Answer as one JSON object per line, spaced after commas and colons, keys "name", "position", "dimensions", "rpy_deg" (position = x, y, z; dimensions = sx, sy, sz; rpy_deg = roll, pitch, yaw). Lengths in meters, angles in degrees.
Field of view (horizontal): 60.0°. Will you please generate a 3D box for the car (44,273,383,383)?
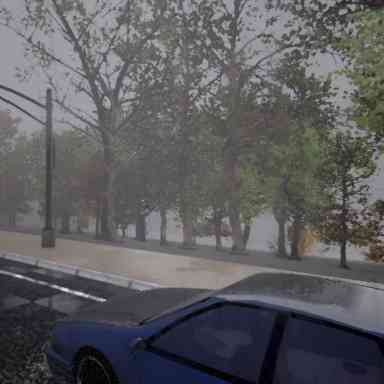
{"name": "car", "position": [0.888, 1.547, 3.051], "dimensions": [5.357, 1.411, 2.033], "rpy_deg": [0, 0, 36]}
